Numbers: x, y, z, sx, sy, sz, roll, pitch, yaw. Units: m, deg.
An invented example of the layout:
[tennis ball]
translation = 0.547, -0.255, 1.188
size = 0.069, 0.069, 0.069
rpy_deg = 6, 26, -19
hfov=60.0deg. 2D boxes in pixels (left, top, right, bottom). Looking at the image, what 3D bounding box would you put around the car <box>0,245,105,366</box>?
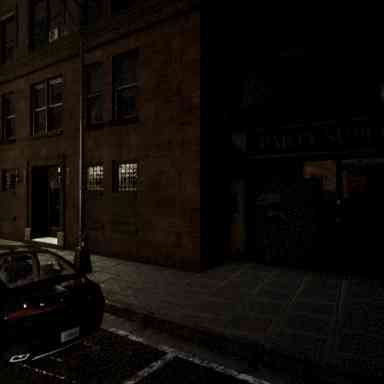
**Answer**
[car]
translation = -3.298, 1.551, 5.448
size = 4.403, 1.369, 2.008
rpy_deg = 0, 0, 36
